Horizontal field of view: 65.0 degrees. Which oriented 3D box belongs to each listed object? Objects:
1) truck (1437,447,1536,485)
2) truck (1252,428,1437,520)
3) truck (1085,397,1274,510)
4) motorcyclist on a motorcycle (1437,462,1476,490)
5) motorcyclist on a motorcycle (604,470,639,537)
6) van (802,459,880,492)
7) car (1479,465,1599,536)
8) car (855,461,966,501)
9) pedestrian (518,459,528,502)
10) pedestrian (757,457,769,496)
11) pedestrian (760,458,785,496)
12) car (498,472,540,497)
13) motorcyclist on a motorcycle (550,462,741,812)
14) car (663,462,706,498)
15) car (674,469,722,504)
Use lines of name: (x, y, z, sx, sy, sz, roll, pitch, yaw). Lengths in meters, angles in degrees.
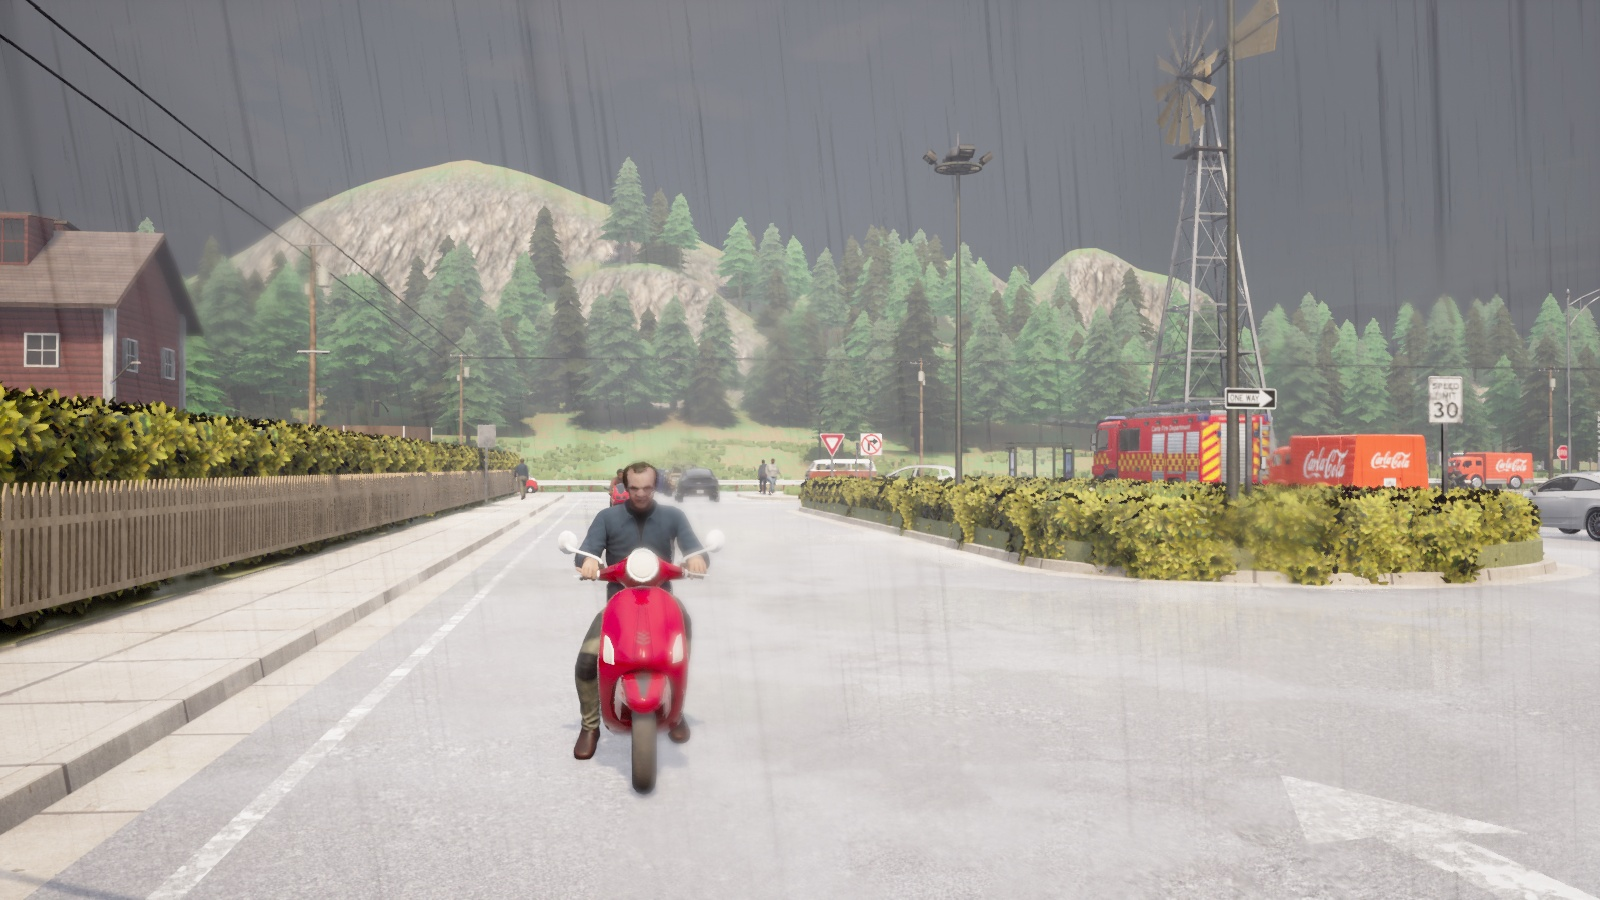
truck: (45.565, 1.047, 83.366, 5.204, 2.467, 2.627, 0, -1, -8)
truck: (15.741, 0.682, 36.715, 2.627, 2.467, 5.204, 0, -1, -8)
truck: (13.910, 0.158, 46.998, 2.891, 3.827, 8.468, 0, -1, -13)
motorcyclist on a motorcycle: (36.726, 1.470, 70.311, 0.866, 1.530, 2.191, -1, -1, -5)
motorcyclist on a motorcycle: (-4.219, 1.231, 29.648, 0.797, 1.523, 2.044, 0, -1, -8)
van: (2.482, 1.554, 77.245, 4.480, 2.038, 2.069, 0, -1, -8)
car: (17.194, 1.056, 27.343, 1.812, 1.442, 4.674, 0, -1, -8)
car: (4.820, 1.345, 54.410, 4.611, 1.667, 2.242, -1, -1, 10)
pedestrian: (-11.839, 1.293, 53.714, 0.370, 1.835, 0.726, 0, -1, -9)
pedestrian: (-1.896, 1.346, 64.210, 0.423, 1.949, 0.788, 0, -1, -13)
pedestrian: (-1.344, 1.303, 61.345, 0.874, 1.855, 0.900, 0, -1, -25)
car: (-15.906, 1.961, 71.096, 2.207, 1.376, 1.481, -1, -1, -8)
motorcyclist on a motorcycle: (-0.841, 0.865, 6.701, 0.866, 1.590, 1.817, 0, -1, -8)
car: (-6.176, 1.577, 66.621, 1.932, 1.855, 4.605, 0, -1, -9)
car: (-4.648, 1.618, 56.599, 1.837, 1.490, 4.892, 0, -1, -8)
